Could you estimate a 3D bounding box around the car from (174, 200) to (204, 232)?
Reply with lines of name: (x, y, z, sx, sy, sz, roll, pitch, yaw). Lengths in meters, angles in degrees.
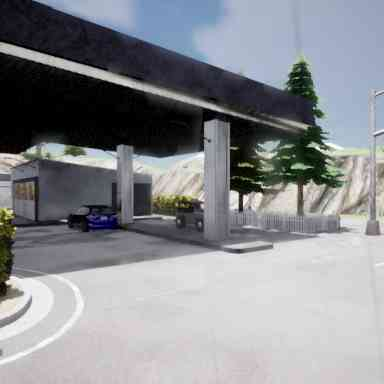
car: (0.456, 1.504, 21.989, 1.905, 1.878, 3.866, 0, 0, -36)

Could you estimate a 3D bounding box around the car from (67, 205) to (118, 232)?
car: (-6.675, 1.672, 22.129, 2.242, 1.667, 4.611, 0, 0, -37)
